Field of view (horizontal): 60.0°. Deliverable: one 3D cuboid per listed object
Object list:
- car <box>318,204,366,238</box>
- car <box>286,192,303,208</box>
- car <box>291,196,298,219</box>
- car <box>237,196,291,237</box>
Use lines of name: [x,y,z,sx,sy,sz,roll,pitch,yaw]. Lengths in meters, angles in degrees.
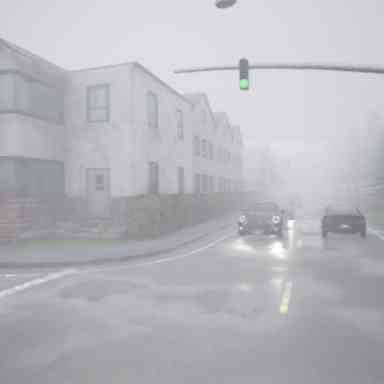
car: [7.555,1.336,16.961,1.882,1.535,5.008,-1,0,20]
car: [12.915,1.055,42.320,2.150,2.045,5.566,-1,0,20]
car: [7.405,1.362,27.377,1.812,1.442,4.674,-1,0,20]
car: [3.791,1.260,17.420,2.097,1.767,4.553,-1,0,20]
